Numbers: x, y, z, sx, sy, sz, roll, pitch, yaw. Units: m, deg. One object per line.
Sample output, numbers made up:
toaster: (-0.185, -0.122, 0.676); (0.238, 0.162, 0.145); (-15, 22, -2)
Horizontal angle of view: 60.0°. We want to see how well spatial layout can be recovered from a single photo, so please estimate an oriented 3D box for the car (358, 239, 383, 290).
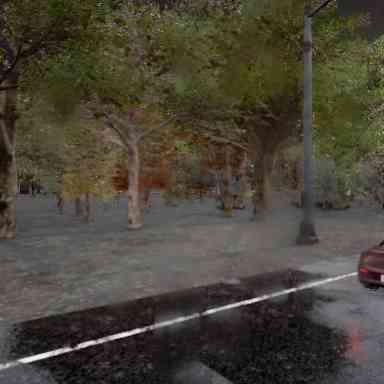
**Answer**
car: (5.717, 1.553, 7.828); (4.674, 1.442, 1.812); (0, 0, -35)
